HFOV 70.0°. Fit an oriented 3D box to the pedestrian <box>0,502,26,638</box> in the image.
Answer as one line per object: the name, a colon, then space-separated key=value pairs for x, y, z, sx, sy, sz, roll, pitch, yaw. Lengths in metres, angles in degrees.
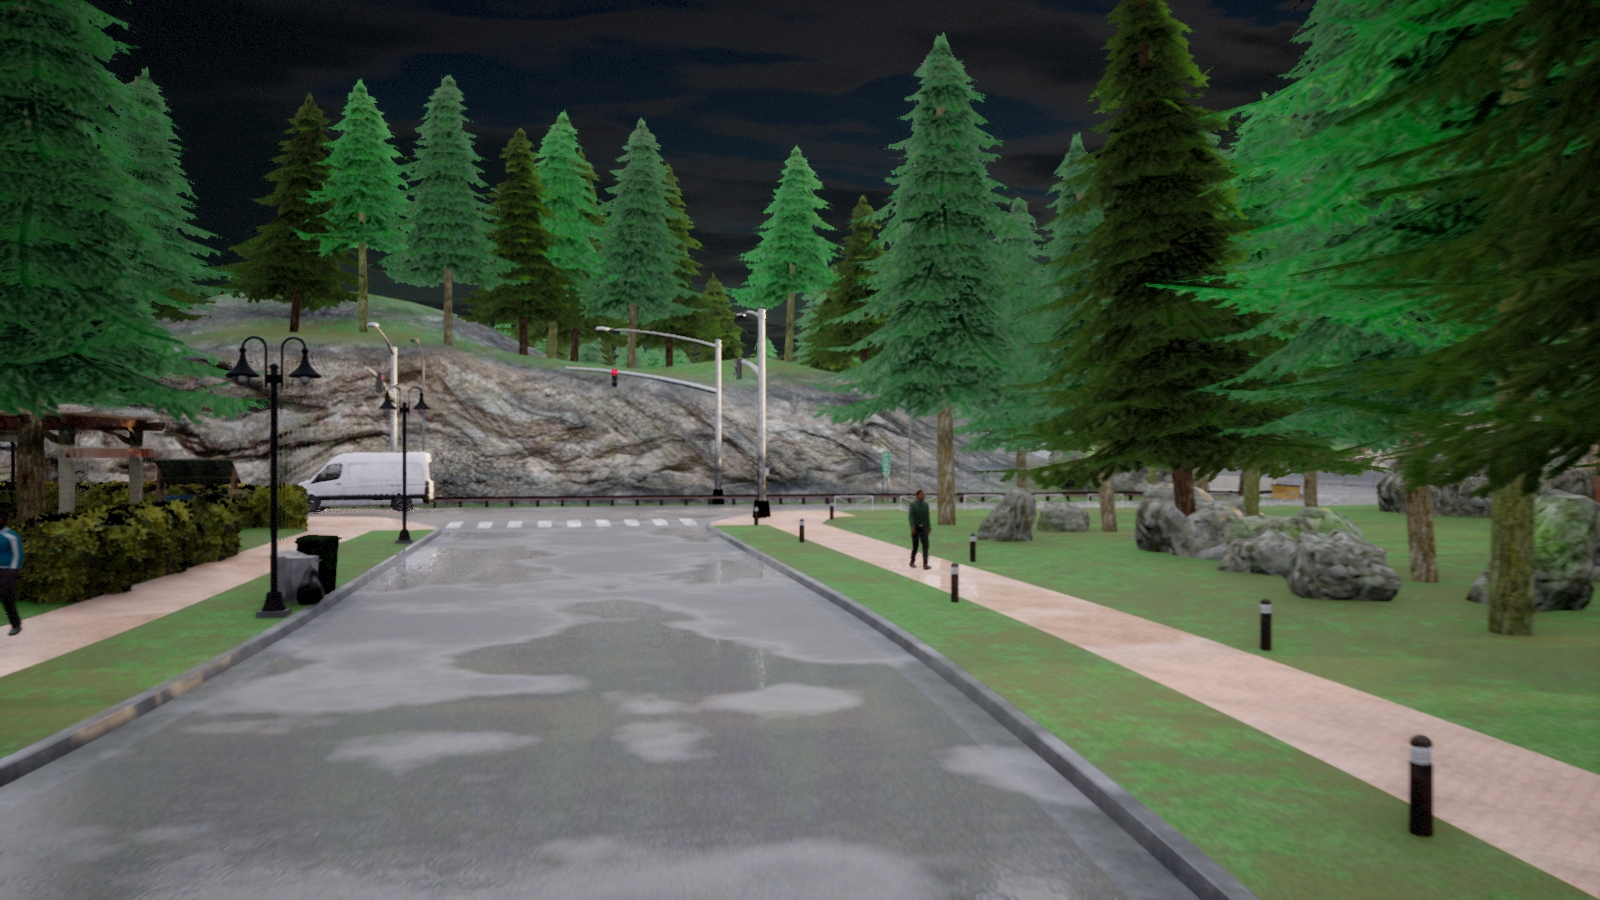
pedestrian: x=-11.127 y=1.666 z=15.962 sx=0.375 sy=1.860 sz=0.375 roll=0 pitch=0 yaw=-5

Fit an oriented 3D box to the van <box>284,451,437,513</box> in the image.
van: x=-18.907 y=1.338 z=49.383 sx=5.915 sy=2.561 sz=1.988 roll=0 pitch=0 yaw=-11

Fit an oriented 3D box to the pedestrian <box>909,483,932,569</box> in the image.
pedestrian: x=2.646 y=1.665 z=25.102 sx=0.375 sy=1.860 sz=0.375 roll=0 pitch=0 yaw=-17
